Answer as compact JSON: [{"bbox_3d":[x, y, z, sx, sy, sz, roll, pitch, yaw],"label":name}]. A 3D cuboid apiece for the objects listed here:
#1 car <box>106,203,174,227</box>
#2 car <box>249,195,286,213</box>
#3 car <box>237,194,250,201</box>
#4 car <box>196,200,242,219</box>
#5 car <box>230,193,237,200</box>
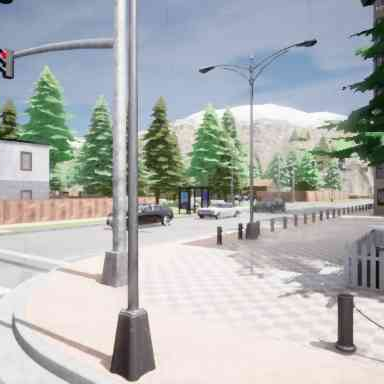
[{"bbox_3d":[-3.209,1.476,21.227,2.128,1.511,4.902,0,0,37],"label":"car"},{"bbox_3d":[8.606,1.337,36.723,2.097,1.767,4.553,0,0,38],"label":"car"},{"bbox_3d":[13.005,1.144,77.953,1.932,1.855,4.605,0,0,36],"label":"car"},{"bbox_3d":[2.412,1.586,28.616,1.895,1.301,4.718,0,0,37],"label":"car"},{"bbox_3d":[10.741,1.146,79.113,1.905,1.878,3.866,0,0,36],"label":"car"}]
